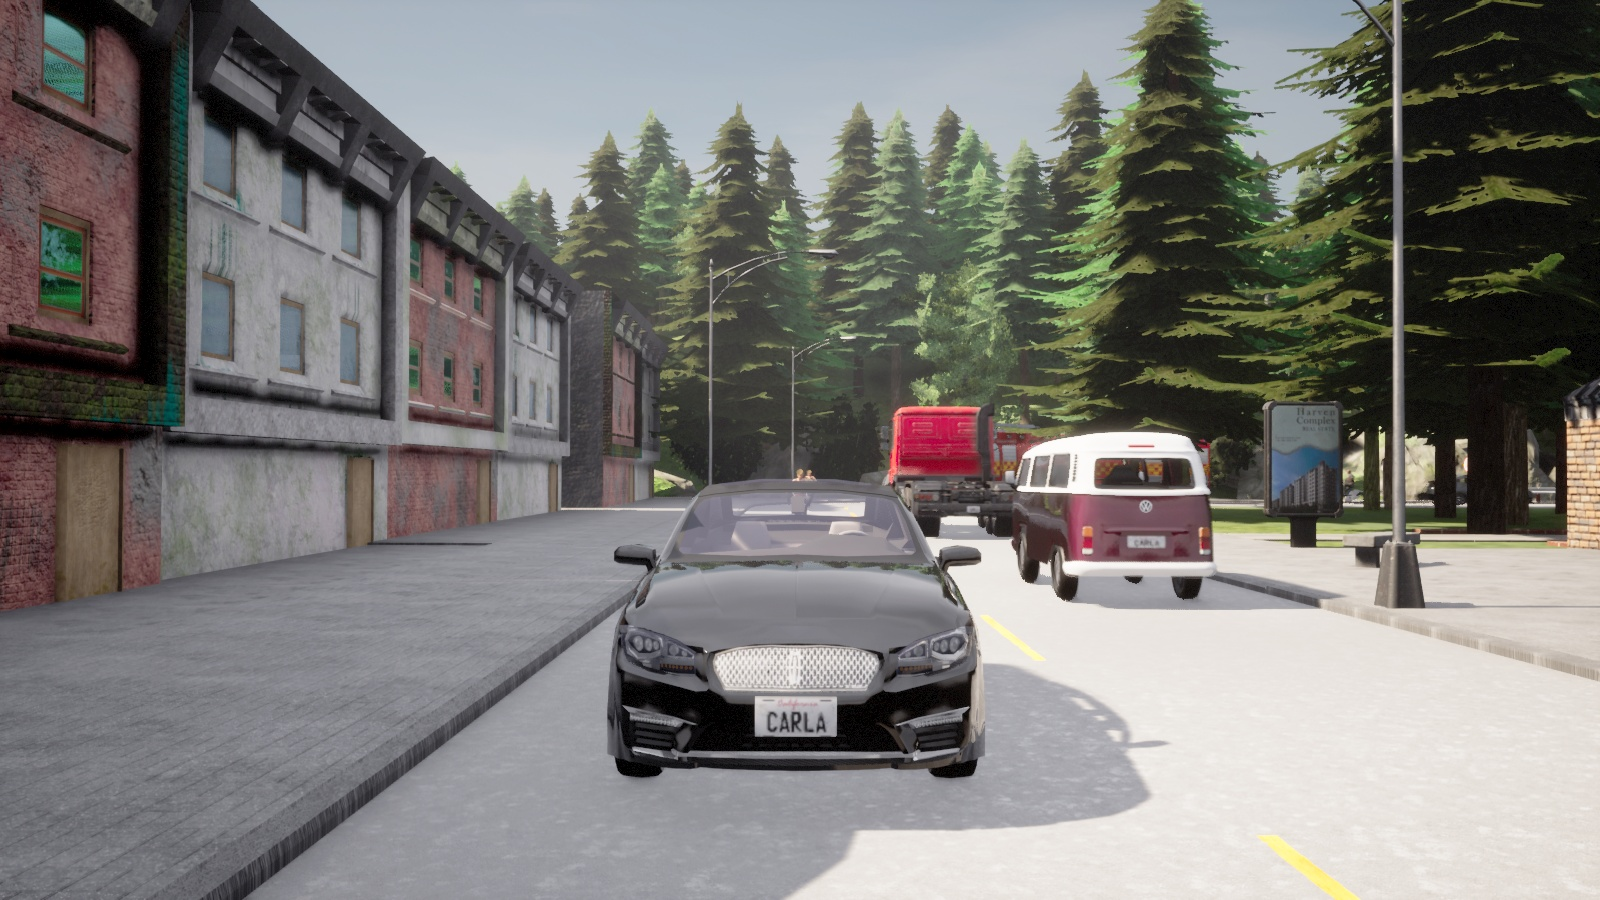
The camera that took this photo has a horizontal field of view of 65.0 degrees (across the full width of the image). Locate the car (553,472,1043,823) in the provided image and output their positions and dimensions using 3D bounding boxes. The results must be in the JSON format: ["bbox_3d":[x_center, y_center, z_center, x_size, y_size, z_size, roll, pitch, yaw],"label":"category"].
[{"bbox_3d":[-0.007,0.904,7.918,2.128,1.511,4.902,0,-1,0],"label":"car"}]

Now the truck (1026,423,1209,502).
[{"bbox_3d":[15.953,0.645,63.457,8.468,3.827,2.891,0,-1,-1],"label":"truck"}]

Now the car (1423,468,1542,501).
[{"bbox_3d":[32.224,1.628,59.401,4.514,1.525,2.007,0,-1,0],"label":"car"}]

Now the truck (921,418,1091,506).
[{"bbox_3d":[9.739,0.595,58.711,8.468,3.827,2.891,1,-2,-39],"label":"truck"}]

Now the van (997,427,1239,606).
[{"bbox_3d":[3.996,0.801,16.648,2.069,2.038,4.480,0,-1,0],"label":"van"}]

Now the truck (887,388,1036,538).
[{"bbox_3d":[4.006,0.369,32.996,2.891,3.462,7.936,0,-1,0],"label":"truck"}]
